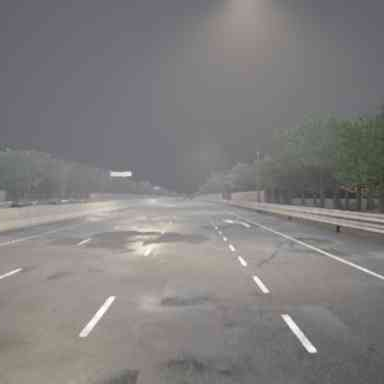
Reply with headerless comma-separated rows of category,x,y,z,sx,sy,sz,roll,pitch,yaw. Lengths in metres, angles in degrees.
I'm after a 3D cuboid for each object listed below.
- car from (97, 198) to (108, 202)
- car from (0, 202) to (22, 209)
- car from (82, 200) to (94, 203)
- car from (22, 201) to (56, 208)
car,-21.191,2.112,79.041,1.837,1.490,4.892,0,-1,0
car,-21.172,1.942,38.202,1.882,1.535,5.008,0,-1,0
car,-24.691,2.164,79.031,1.994,1.385,4.181,0,-1,0
car,-17.673,1.834,39.561,2.097,1.767,4.553,0,-1,0
